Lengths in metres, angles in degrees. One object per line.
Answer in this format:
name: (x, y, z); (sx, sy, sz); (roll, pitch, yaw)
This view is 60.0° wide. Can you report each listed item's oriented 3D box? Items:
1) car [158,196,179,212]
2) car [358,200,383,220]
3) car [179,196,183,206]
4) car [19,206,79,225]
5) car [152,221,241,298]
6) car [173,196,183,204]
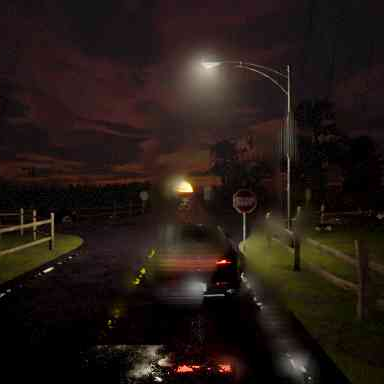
car: (-2.900, 1.539, 40.348); (1.837, 1.490, 4.892); (0, 0, 0)
car: (14.740, 1.227, 24.334); (4.892, 1.490, 1.837); (-1, 0, 1)
car: (-2.910, 1.555, 53.449); (1.837, 1.490, 4.892); (0, 1, 0)
car: (-10.723, 1.742, 25.095); (4.181, 1.385, 1.994); (-1, 0, -10)
car: (0.059, 1.506, 8.526); (1.837, 1.490, 4.892); (0, 0, -1)
car: (-2.845, 1.568, 69.230); (1.882, 1.535, 5.008); (0, 0, 0)
